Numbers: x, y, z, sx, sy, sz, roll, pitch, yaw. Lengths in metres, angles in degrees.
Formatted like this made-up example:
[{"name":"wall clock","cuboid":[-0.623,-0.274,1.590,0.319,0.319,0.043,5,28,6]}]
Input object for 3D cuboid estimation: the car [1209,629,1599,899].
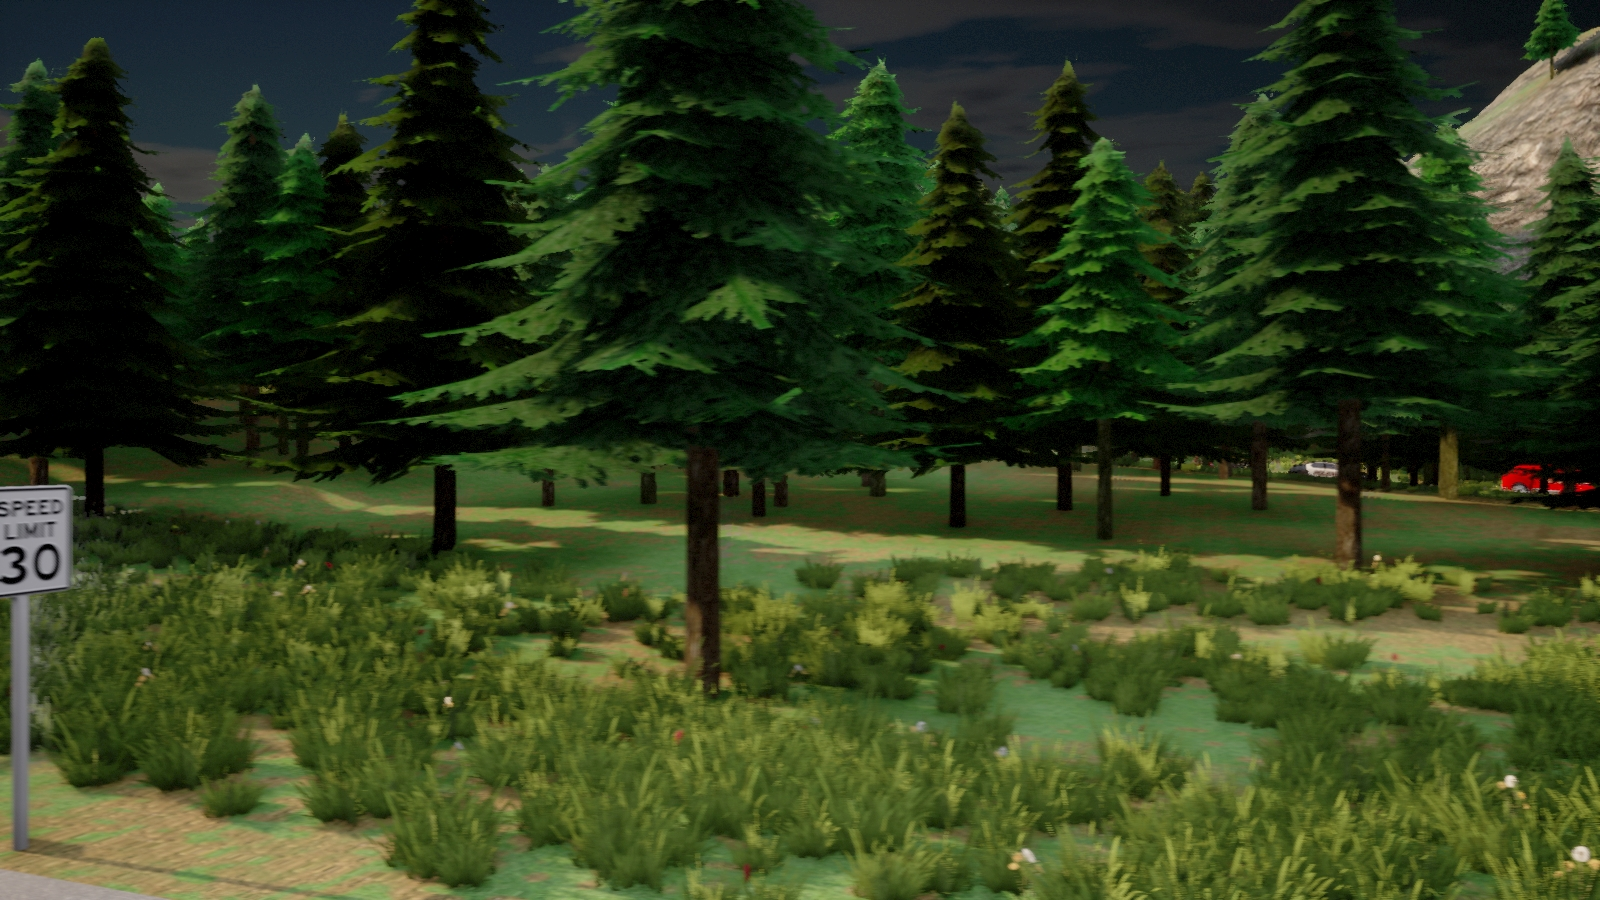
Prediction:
[{"name":"car","cuboid":[3.668,1.639,1.985,5.566,2.045,2.150,0,0,20]}]
